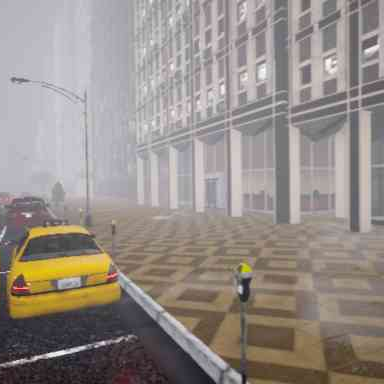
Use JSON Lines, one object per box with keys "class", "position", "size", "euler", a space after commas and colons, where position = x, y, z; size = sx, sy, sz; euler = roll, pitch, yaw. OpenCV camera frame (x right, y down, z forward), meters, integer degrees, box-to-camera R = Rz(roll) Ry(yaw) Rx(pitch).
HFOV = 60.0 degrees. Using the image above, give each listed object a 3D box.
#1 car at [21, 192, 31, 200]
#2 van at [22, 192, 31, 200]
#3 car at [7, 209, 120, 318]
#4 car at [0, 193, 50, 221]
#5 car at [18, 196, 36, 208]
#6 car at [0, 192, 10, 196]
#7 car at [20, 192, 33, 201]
{"class": "car", "position": [-39.279, 0.945, 78.865], "size": [1.967, 1.590, 4.097], "euler": [-2, 1, -27]}
{"class": "van", "position": [-36.740, 0.878, 73.779], "size": [1.690, 1.788, 3.998], "euler": [-2, 1, -27]}
{"class": "car", "position": [-3.062, 1.389, 7.493], "size": [1.801, 1.575, 5.366], "euler": [-2, 1, -27]}
{"class": "car", "position": [-8.776, 1.194, 17.862], "size": [2.192, 1.841, 5.009], "euler": [-2, 1, -27]}
{"class": "car", "position": [-21.480, 1.275, 43.284], "size": [2.008, 1.369, 4.403], "euler": [-2, 1, -27]}
{"class": "car", "position": [-23.306, 1.020, 40.895], "size": [2.150, 2.045, 5.566], "euler": [-2, 1, -27]}
{"class": "car", "position": [-34.199, 0.884, 68.696], "size": [2.192, 1.841, 5.009], "euler": [-2, 1, -27]}
